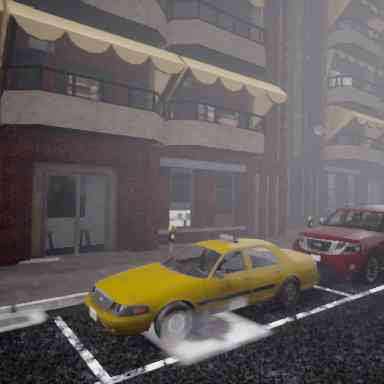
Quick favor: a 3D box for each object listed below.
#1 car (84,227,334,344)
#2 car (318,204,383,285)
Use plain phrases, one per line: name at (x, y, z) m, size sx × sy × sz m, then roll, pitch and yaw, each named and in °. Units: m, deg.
car at (0.476, 1.526, 6.414) m, size 4.829 × 1.417 × 1.752 m, roll 0°, pitch 2°, yaw -35°
car at (5.121, 1.319, 9.721) m, size 5.009 × 1.841 × 2.192 m, roll 0°, pitch 2°, yaw -35°
